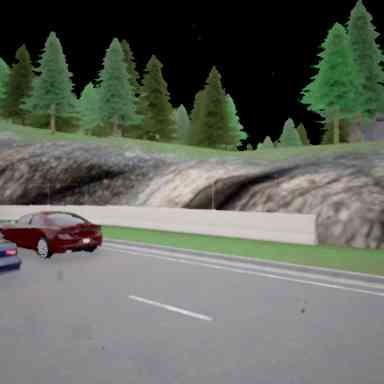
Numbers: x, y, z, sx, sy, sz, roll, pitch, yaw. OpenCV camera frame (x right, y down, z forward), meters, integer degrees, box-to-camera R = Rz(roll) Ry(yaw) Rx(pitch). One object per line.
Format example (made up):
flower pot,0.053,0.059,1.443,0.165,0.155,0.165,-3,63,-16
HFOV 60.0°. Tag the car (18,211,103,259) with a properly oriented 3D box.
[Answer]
car,-5.471,1.441,12.535,5.008,1.535,1.882,1,0,37

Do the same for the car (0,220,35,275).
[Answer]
car,-6.699,1.510,9.078,5.357,1.411,2.033,0,0,38
